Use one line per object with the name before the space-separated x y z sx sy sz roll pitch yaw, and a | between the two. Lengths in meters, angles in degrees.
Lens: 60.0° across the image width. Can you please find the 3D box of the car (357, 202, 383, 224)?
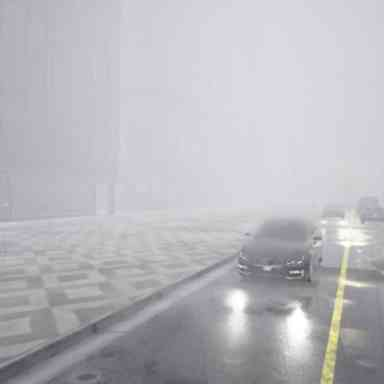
car | 14.472 1.751 26.447 1.994 1.385 4.181 0 0 26

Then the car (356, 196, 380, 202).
car | 19.894 1.488 37.595 2.150 2.045 5.566 0 0 27

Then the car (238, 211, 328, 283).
car | 2.884 1.572 10.173 1.837 1.490 4.892 0 1 26

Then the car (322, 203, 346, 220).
car | 13.245 1.741 30.970 1.812 1.442 4.674 0 0 26
